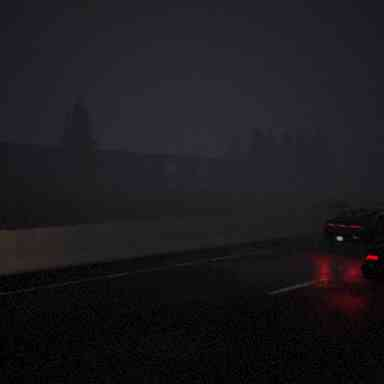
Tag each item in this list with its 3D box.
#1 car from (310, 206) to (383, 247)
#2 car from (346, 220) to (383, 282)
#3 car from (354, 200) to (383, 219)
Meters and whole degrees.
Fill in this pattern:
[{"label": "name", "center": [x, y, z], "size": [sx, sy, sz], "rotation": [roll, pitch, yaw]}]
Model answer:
[{"label": "car", "center": [7.201, 1.408, 13.184], "size": [4.902, 1.511, 2.128], "rotation": [0, 0, -36]}, {"label": "car", "center": [6.321, 1.486, 8.258], "size": [5.357, 1.411, 2.033], "rotation": [0, 0, -35]}, {"label": "car", "center": [16.276, 1.427, 28.545], "size": [5.357, 1.411, 2.033], "rotation": [0, 0, -37]}]
